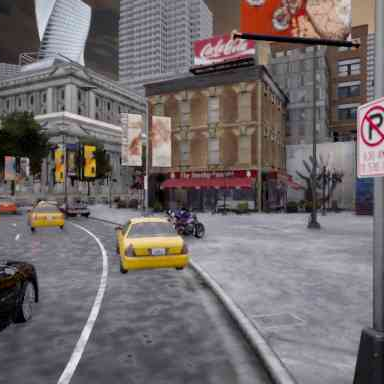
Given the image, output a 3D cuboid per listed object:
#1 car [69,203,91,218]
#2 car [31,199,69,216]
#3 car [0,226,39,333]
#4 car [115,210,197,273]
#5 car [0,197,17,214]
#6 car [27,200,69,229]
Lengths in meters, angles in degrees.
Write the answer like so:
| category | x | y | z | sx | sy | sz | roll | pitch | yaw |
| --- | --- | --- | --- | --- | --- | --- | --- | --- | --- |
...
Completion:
| category | x | y | z | sx | sy | sz | roll | pitch | yaw |
| --- | --- | --- | --- | --- | --- | --- | --- | --- | --- |
| car | -10.377 | 1.586 | 28.766 | 1.895 | 1.301 | 4.718 | 0 | 0 | -34 |
| car | -14.167 | 1.507 | 33.065 | 2.002 | 1.452 | 4.674 | 0 | 0 | -44 |
| car | -3.554 | 1.489 | 4.161 | 2.128 | 1.511 | 4.902 | 0 | 0 | -6 |
| car | -1.478 | 1.456 | 10.764 | 1.801 | 1.575 | 5.366 | 0 | 0 | -15 |
| car | -19.779 | 1.333 | 34.071 | 4.553 | 1.767 | 2.097 | 0 | 0 | 43 |
| car | -9.205 | 1.449 | 20.811 | 1.801 | 1.575 | 5.366 | 0 | 0 | -29 |
